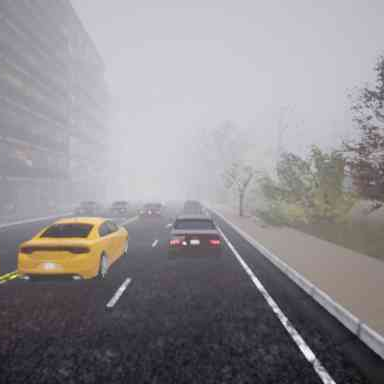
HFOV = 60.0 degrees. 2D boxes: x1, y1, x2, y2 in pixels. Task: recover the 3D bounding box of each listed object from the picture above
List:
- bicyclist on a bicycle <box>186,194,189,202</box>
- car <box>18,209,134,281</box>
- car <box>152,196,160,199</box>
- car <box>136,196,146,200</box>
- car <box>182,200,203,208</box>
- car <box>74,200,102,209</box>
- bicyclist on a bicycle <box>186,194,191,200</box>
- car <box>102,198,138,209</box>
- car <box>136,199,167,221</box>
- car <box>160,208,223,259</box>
[{"bbox_3d":[-1.093,1.473,81.980,0.659,1.776,1.843,0,0,-4],"label":"bicyclist on a bicycle"},{"bbox_3d":[-3.169,1.489,9.888,1.882,1.535,5.008,0,0,0],"label":"car"},{"bbox_3d":[-7.873,1.622,72.799,2.128,1.511,4.902,0,0,-3],"label":"car"},{"bbox_3d":[-11.142,1.577,72.995,1.882,1.535,5.008,0,0,-3],"label":"car"},{"bbox_3d":[0.056,1.524,33.886,1.882,1.535,5.008,0,0,0],"label":"car"},{"bbox_3d":[-9.884,1.549,32.144,1.837,1.490,4.892,0,0,0],"label":"car"},{"bbox_3d":[-0.471,1.548,72.931,0.582,1.620,1.656,0,0,-4],"label":"bicyclist on a bicycle"},{"bbox_3d":[-6.630,1.547,31.045,1.837,1.490,4.892,0,0,0],"label":"car"},{"bbox_3d":[-3.167,1.584,27.595,2.033,1.411,5.357,0,0,0],"label":"car"},{"bbox_3d":[0.091,1.563,12.556,2.033,1.411,5.357,0,0,0],"label":"car"}]
